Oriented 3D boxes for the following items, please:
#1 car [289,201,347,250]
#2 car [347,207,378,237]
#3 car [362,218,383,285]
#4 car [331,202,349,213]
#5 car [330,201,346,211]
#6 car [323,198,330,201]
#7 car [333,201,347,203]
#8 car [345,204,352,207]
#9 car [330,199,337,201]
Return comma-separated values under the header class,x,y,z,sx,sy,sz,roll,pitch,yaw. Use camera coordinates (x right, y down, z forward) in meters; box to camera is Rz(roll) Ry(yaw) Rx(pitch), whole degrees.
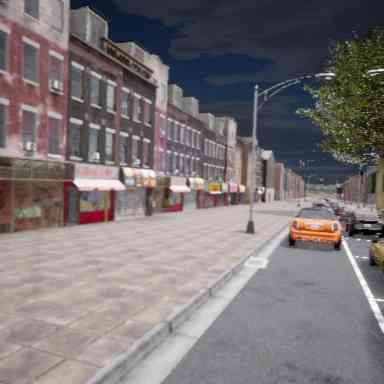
class,x,y,z,sx,sy,sz,roll,pitch,yaw
car,5.842,1.477,15.677,2.097,1.767,4.553,3,1,22
car,10.046,1.844,19.501,1.947,1.339,4.313,2,0,21
car,6.093,1.716,9.321,1.752,1.417,4.829,2,0,21
car,20.086,2.068,45.346,2.008,1.369,4.403,1,0,21
car,22.093,2.120,50.516,2.008,1.369,4.403,1,0,21
car,16.259,1.873,42.450,1.837,1.490,4.892,3,0,21
car,16.071,1.962,35.009,1.887,1.381,4.507,1,0,21
car,12.055,1.874,24.670,2.008,1.369,4.403,2,0,21
car,18.081,1.907,40.177,1.967,1.590,4.097,1,0,21
